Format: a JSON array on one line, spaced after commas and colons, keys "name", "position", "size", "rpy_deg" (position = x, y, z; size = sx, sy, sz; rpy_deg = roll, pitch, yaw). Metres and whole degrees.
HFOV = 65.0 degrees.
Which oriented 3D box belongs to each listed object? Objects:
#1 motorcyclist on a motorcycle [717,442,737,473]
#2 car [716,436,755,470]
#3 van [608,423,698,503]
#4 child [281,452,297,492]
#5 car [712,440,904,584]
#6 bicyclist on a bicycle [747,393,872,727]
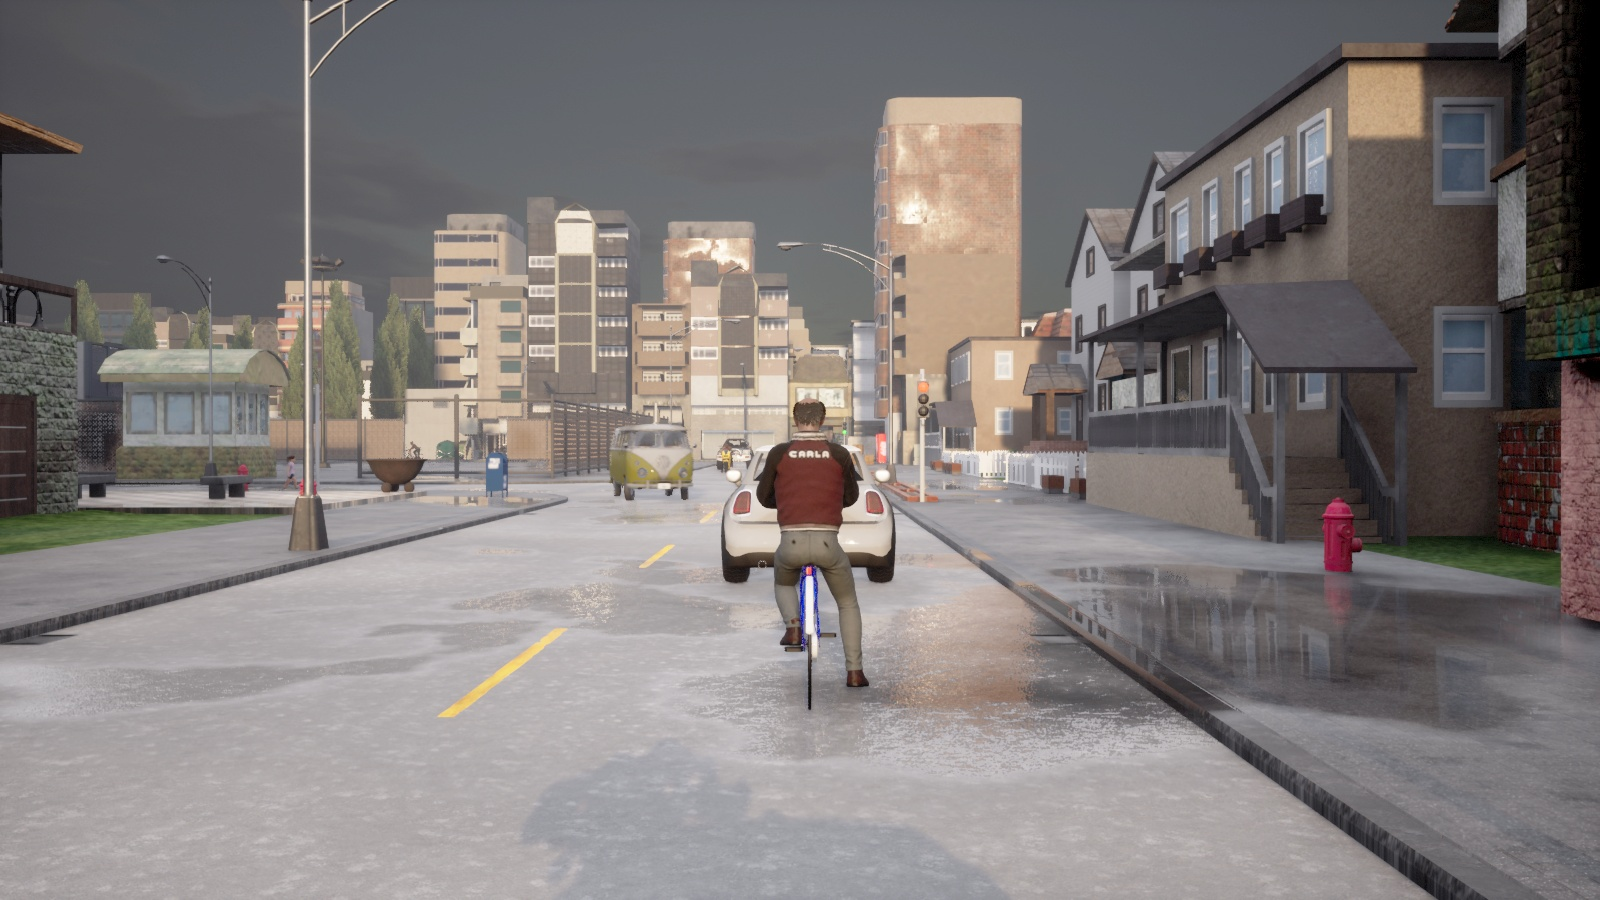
[{"name": "motorcyclist on a motorcycle", "position": [-3.636, 0.372, 62.667], "size": [0.797, 1.523, 2.044], "rpy_deg": [0, 0, 2]}, {"name": "car", "position": [-3.610, 0.161, 70.722], "size": [1.932, 1.855, 4.605], "rpy_deg": [0, 0, 1]}, {"name": "van", "position": [-3.999, 0.306, 33.592], "size": [1.775, 1.987, 4.442], "rpy_deg": [0, 0, -15]}, {"name": "child", "position": [-14.515, 0.621, 35.680], "size": [0.394, 1.110, 0.255], "rpy_deg": [0, 0, -15]}, {"name": "car", "position": [0.093, 0.628, 14.787], "size": [1.970, 1.475, 3.806], "rpy_deg": [0, 0, 0]}, {"name": "bicyclist on a bicycle", "position": [0.056, 0.574, 7.591], "size": [0.659, 1.776, 1.843], "rpy_deg": [0, 1, 0]}]
